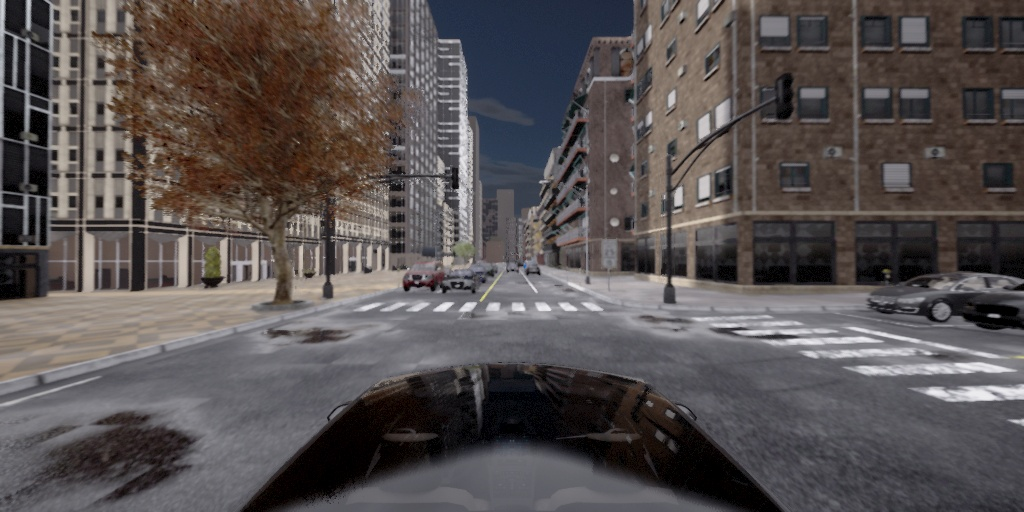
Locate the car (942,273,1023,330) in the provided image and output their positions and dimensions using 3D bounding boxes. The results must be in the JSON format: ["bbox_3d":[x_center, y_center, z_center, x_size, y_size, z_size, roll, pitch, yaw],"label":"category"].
[{"bbox_3d":[13.652,1.110,8.364,4.892,1.490,1.837,-1,-1,0],"label":"car"}]

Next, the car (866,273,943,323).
[{"bbox_3d":[13.436,1.182,10.936,4.403,1.370,2.007,0,0,-1],"label":"car"}]

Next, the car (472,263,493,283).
[{"bbox_3d":[-3.096,1.606,31.781,2.033,1.411,5.357,0,-1,0],"label":"car"}]

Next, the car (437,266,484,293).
[{"bbox_3d":[-3.088,1.525,22.396,1.994,1.385,4.181,0,-1,1],"label":"car"}]

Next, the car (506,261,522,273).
[{"bbox_3d":[0.116,1.838,53.537,2.033,1.411,5.357,0,-1,0],"label":"car"}]

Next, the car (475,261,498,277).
[{"bbox_3d":[-3.084,1.518,41.931,2.097,1.767,4.553,0,-1,0],"label":"car"}]

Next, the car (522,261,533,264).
[{"bbox_3d":[2.697,1.794,51.688,1.751,1.417,4.829,0,0,0],"label":"car"}]

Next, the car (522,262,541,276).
[{"bbox_3d":[2.696,1.775,45.996,1.948,1.339,4.313,0,0,0],"label":"car"}]

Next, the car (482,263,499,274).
[{"bbox_3d":[-3.041,1.769,52.307,2.128,1.511,4.902,0,-1,0],"label":"car"}]

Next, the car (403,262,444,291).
[{"bbox_3d":[-5.689,1.292,23.907,2.192,1.841,5.009,0,0,0],"label":"car"}]
